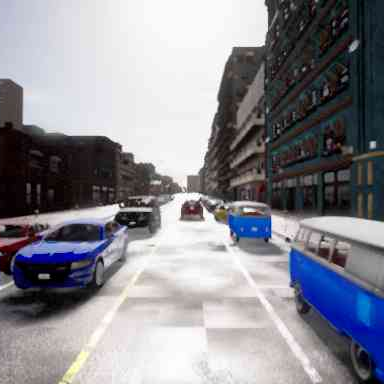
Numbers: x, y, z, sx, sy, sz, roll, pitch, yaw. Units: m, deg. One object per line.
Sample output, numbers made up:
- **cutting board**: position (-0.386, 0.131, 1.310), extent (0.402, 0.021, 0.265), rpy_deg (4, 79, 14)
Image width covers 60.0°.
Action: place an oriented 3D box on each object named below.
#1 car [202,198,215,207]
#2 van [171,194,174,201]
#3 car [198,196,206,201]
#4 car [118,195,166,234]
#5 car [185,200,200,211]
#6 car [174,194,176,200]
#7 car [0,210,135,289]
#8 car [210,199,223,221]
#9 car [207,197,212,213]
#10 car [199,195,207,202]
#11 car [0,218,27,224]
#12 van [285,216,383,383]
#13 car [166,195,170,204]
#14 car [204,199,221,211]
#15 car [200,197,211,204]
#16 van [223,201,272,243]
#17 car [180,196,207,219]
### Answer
- **car**: position (2.709, 1.660, 55.310), extent (1.887, 1.381, 4.507), rpy_deg (1, 0, 0)
- **van**: position (-5.666, 1.487, 77.591), extent (1.690, 1.788, 3.998), rpy_deg (1, 0, 0)
- **car**: position (2.713, 1.707, 88.792), extent (2.008, 1.369, 4.403), rpy_deg (1, 0, 0)
- **car**: position (-3.083, 1.272, 20.156), extent (2.150, 2.045, 5.566), rpy_deg (0, 0, 0)
- **car**: position (0.051, 1.699, 44.098), extent (1.895, 1.301, 4.718), rpy_deg (0, 0, 1)
- **car**: position (-5.668, 1.701, 88.751), extent (1.887, 1.381, 4.507), rpy_deg (1, 0, 0)
- **car**: position (-3.086, 1.503, 9.470), extent (1.882, 1.535, 5.008), rpy_deg (0, 0, 0)
- **car**: position (2.705, 1.592, 27.575), extent (1.752, 1.417, 4.829), rpy_deg (1, 0, 0)
- **car**: position (2.706, 1.654, 38.567), extent (1.947, 1.339, 4.313), rpy_deg (1, 0, 0)
- **car**: position (2.713, 1.591, 83.213), extent (1.967, 1.590, 4.097), rpy_deg (1, 0, 0)
- **car**: position (-5.678, 1.573, 10.629), extent (1.887, 1.381, 4.507), rpy_deg (1, 0, 0)
- **van**: position (2.705, 1.355, 5.083), extent (1.690, 1.788, 3.998), rpy_deg (1, 0, 0)
- **car**: position (-5.672, 1.690, 60.850), extent (1.947, 1.339, 4.313), rpy_deg (1, 0, 0)
- **car**: position (2.707, 1.664, 44.148), extent (1.947, 1.339, 4.313), rpy_deg (1, 0, 0)
- **car**: position (2.710, 1.682, 66.472), extent (2.008, 1.369, 4.403), rpy_deg (1, 0, 0)
- **van**: position (2.706, 1.383, 16.245), extent (1.690, 1.788, 3.998), rpy_deg (1, 0, 0)
- **car**: position (0.014, 1.425, 30.536), extent (2.097, 1.767, 4.553), rpy_deg (0, 0, 0)
